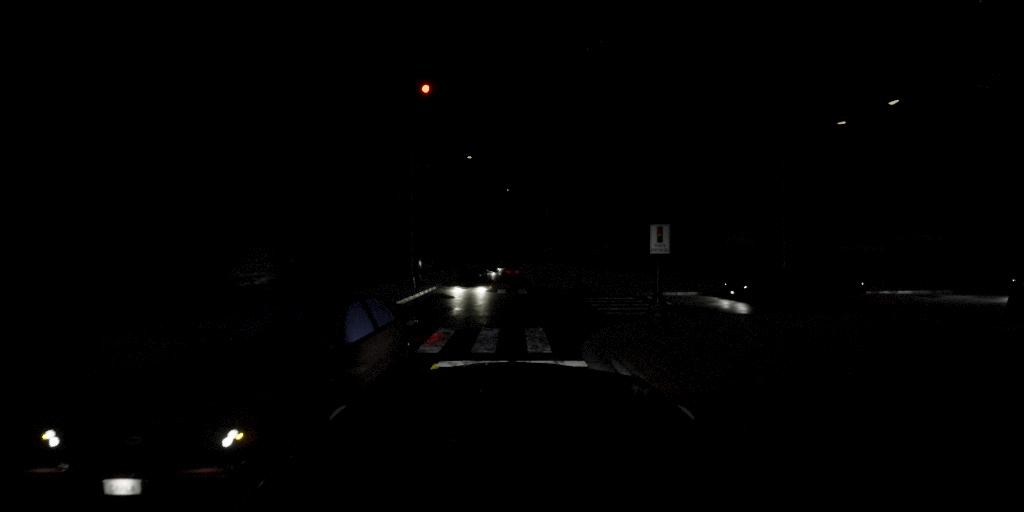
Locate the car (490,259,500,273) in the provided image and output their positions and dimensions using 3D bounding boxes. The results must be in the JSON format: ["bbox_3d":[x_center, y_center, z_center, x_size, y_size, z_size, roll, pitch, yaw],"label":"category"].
[{"bbox_3d":[-2.873,1.313,44.850,2.033,1.411,5.357,0,0,0],"label":"car"}]

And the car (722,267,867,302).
[{"bbox_3d":[12.451,1.218,15.951,5.357,1.411,2.033,0,0,0],"label":"car"}]

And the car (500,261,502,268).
[{"bbox_3d":[-2.787,1.330,62.405,1.837,1.490,4.892,0,0,0],"label":"car"}]

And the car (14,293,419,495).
[{"bbox_3d":[-2.848,1.296,5.280,2.033,1.411,5.357,0,0,0],"label":"car"}]

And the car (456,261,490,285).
[{"bbox_3d":[-2.858,1.230,26.002,1.882,1.535,5.008,0,0,0],"label":"car"}]

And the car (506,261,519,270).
[{"bbox_3d":[0.067,1.378,54.317,1.895,1.301,4.718,0,0,0],"label":"car"}]

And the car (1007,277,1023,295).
[{"bbox_3d":[25.522,1.202,15.995,4.718,1.301,1.895,0,0,0],"label":"car"}]
